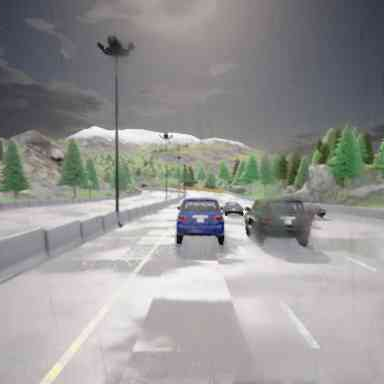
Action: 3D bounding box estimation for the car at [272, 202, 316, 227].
[{"bbox_3d":[7.581,1.630,25.261,1.882,1.535,5.008,0,0,1],"label":"car"}]

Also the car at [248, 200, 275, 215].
[{"bbox_3d":[7.842,1.720,37.827,2.128,1.511,4.902,0,0,1],"label":"car"}]

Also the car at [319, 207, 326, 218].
[{"bbox_3d":[11.228,1.815,32.341,1.895,1.301,4.718,0,0,1],"label":"car"}]

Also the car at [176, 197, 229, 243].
[{"bbox_3d":[0.399,1.280,16.446,2.150,2.045,5.566,0,0,1],"label":"car"}]

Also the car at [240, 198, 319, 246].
[{"bbox_3d":[3.890,1.299,15.959,2.150,2.045,5.566,0,0,1],"label":"car"}]

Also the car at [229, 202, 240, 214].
[{"bbox_3d":[4.302,1.759,35.938,1.994,1.385,4.181,0,0,1],"label":"car"}]

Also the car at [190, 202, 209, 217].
[{"bbox_3d":[0.772,1.768,34.554,1.895,1.301,4.718,0,0,1],"label":"car"}]
